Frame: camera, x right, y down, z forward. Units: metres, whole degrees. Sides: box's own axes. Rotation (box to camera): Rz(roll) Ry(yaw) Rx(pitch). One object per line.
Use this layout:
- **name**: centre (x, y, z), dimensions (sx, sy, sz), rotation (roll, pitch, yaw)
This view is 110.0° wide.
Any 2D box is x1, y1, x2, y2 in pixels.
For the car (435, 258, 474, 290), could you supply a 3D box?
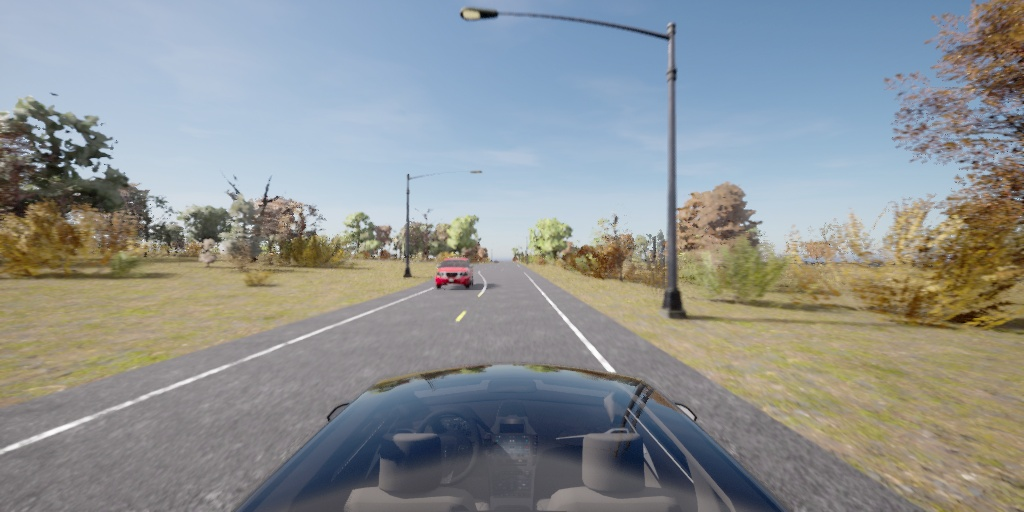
- **car**: centre (-3.776, 1.124, 24.429), dimensions (2.150, 2.045, 5.566), rotation (0, 0, -3)
